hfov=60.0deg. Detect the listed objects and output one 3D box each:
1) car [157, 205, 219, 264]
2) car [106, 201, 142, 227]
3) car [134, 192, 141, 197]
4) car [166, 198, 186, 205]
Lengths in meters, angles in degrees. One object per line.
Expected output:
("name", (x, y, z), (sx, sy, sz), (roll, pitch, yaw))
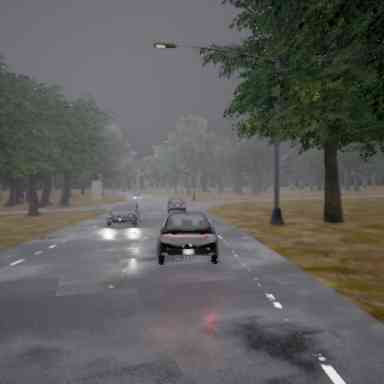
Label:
("car", (-0.180, 1.419, 11.575), (2.128, 1.511, 4.902), (0, 0, -2))
("car", (-4.368, 1.366, 21.914), (1.837, 1.490, 4.892), (0, 0, -3))
("car", (-15.300, 0.652, 93.382), (1.895, 1.301, 4.718), (0, 1, -14))
("car", (-1.580, 1.307, 33.769), (2.033, 1.411, 5.357), (0, 1, -6))
